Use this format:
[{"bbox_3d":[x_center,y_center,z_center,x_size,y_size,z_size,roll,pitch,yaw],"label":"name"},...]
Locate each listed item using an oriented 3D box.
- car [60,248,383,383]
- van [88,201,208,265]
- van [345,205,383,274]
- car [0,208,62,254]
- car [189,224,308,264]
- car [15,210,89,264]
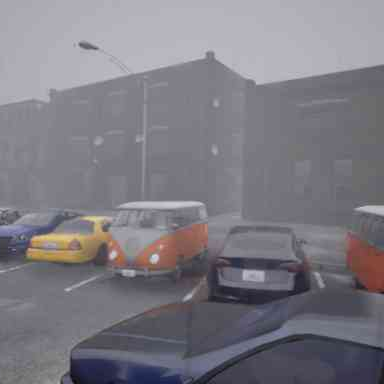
[{"bbox_3d":[1.328,1.547,2.428,5.357,1.411,2.033,0,0,35],"label":"car"},{"bbox_3d":[-0.819,1.252,9.543,1.878,1.987,4.442,1,-1,15],"label":"van"},{"bbox_3d":[4.091,1.256,6.052,1.878,1.987,4.442,1,-1,15],"label":"van"},{"bbox_3d":[-5.714,1.476,13.134,2.097,1.535,5.008,1,-1,15],"label":"car"},{"bbox_3d":[1.667,1.511,7.940,2.163,1.488,4.792,0,-1,15],"label":"car"},{"bbox_3d":[-3.212,1.477,11.575,1.946,1.575,5.366,0,-1,15],"label":"car"}]
